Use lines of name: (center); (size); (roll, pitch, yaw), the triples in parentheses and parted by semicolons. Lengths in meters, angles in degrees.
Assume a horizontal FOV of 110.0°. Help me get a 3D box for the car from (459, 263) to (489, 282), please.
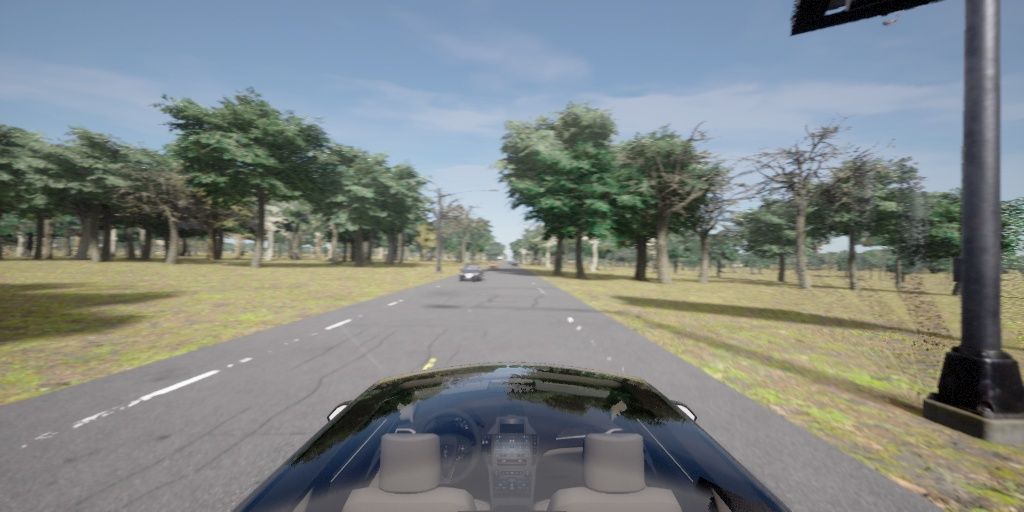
car: (-3.530, 1.470, 31.862); (2.128, 1.511, 4.902); (1, 0, 0)
